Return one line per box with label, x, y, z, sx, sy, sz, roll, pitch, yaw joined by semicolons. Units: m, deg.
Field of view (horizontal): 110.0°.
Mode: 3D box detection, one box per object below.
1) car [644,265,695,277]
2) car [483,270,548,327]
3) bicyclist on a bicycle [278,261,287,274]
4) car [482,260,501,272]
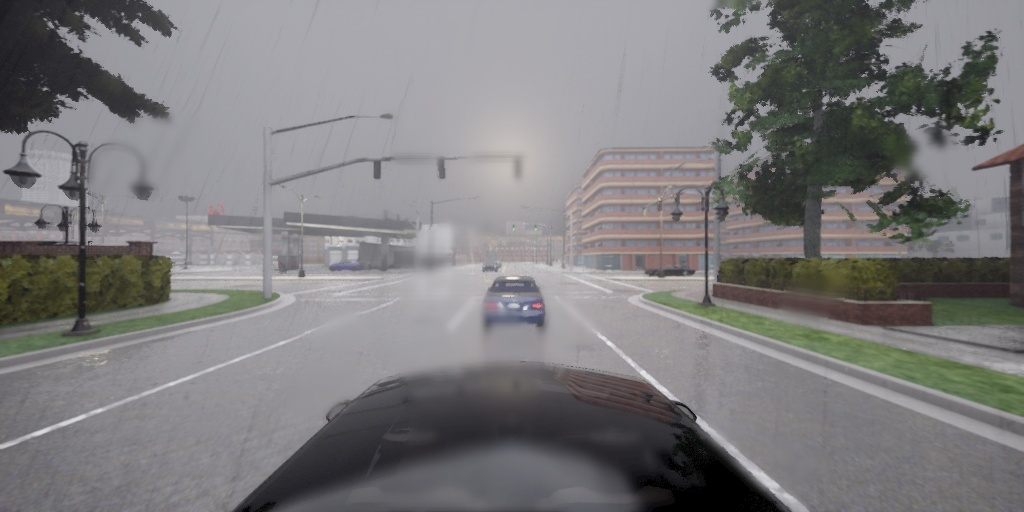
car;16.288;1.566;37.237;4.718;1.301;1.895;0;0;-3
car;0.089;1.358;11.680;2.033;1.411;5.357;0;0;0
bicyclist on a bicycle;-29.066;1.444;45.410;0.582;1.620;1.656;-10;5;0
car;-3.159;1.405;51.927;2.097;1.767;4.553;0;0;0
